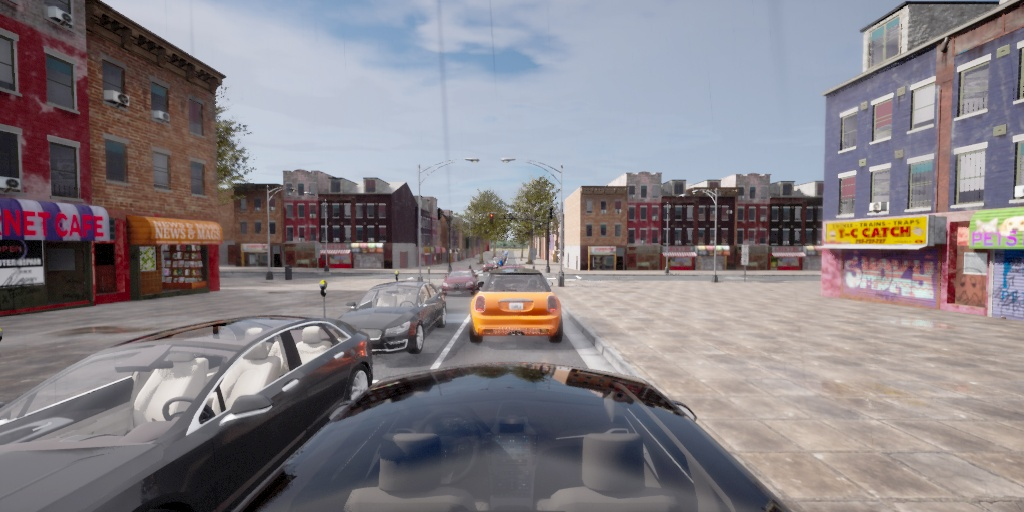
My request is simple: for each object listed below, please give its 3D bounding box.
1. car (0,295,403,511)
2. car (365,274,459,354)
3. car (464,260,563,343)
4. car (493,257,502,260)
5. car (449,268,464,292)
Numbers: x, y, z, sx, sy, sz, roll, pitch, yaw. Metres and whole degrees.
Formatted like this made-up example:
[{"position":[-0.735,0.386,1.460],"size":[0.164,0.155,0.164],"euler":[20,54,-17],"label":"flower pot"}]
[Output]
[{"position":[-2.643,1.300,3.094],"size":[2.007,1.370,4.403],"euler":[0,0,0],"label":"car"},{"position":[-2.653,1.299,8.542],"size":[2.007,1.370,4.403],"euler":[0,0,0],"label":"car"},{"position":[0.085,1.101,9.852],"size":[2.097,1.767,4.553],"euler":[0,0,0],"label":"car"},{"position":[-2.724,1.245,46.212],"size":[1.967,1.591,4.097],"euler":[0,0,0],"label":"car"},{"position":[-2.673,1.337,19.436],"size":[1.802,1.307,4.207],"euler":[0,0,0],"label":"car"}]
